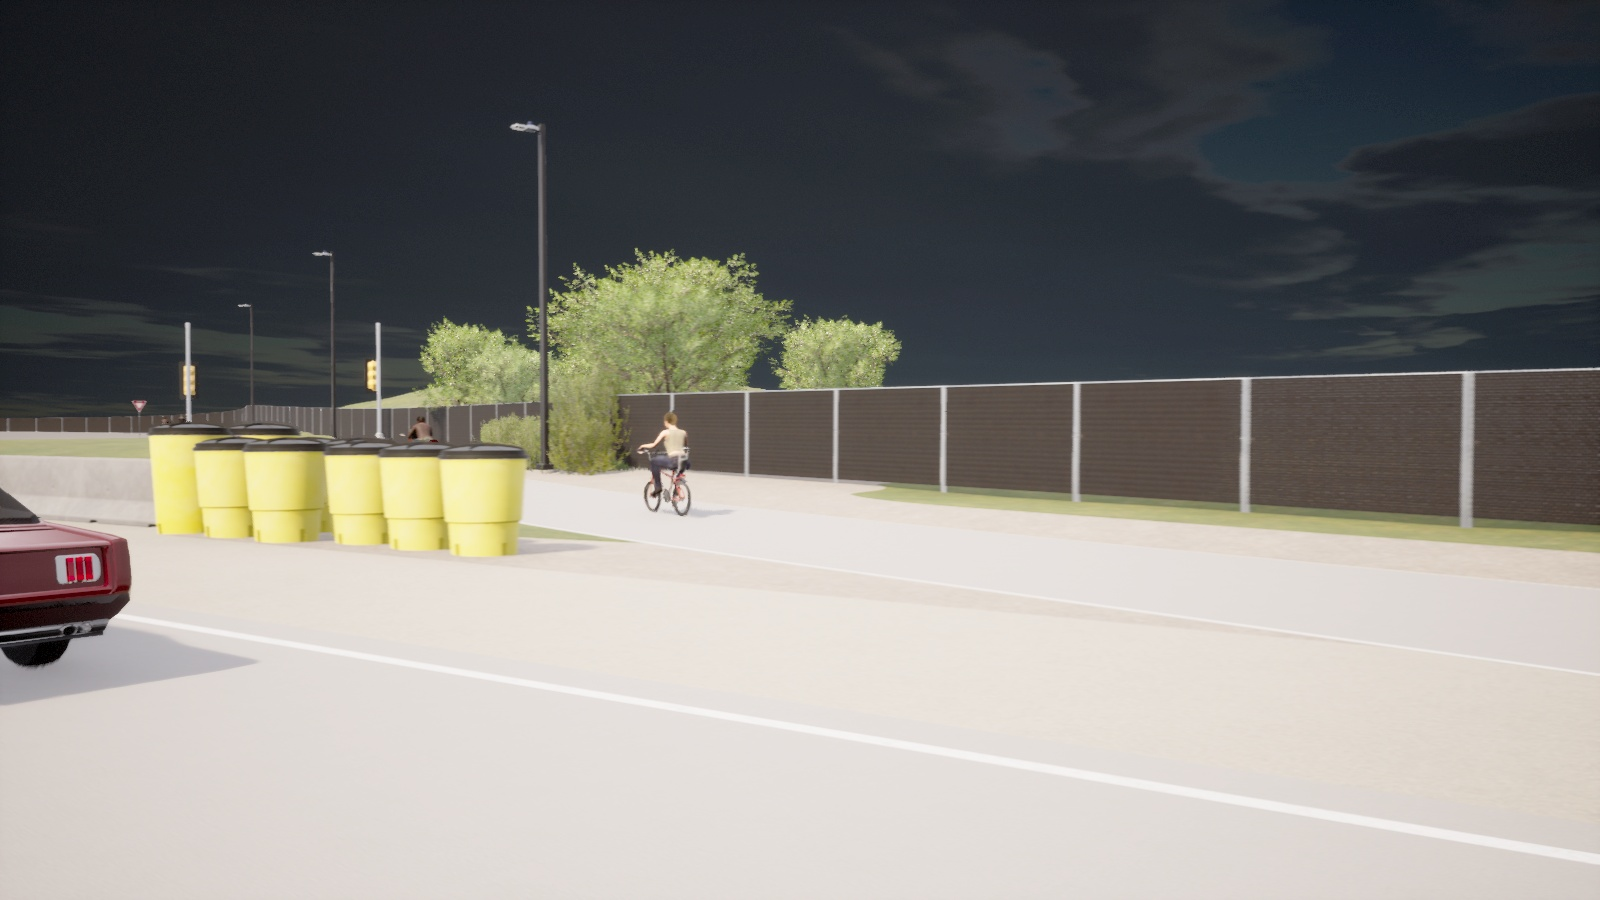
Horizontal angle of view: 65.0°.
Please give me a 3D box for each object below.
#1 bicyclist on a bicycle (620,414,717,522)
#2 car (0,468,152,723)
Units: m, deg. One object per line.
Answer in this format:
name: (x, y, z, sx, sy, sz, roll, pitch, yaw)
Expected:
bicyclist on a bicycle: (-2.080, 0.254, 19.732, 0.866, 1.612, 1.509, -1, 2, -34)
car: (-6.245, 0.786, 7.775, 4.718, 1.301, 1.895, 0, 1, 34)
